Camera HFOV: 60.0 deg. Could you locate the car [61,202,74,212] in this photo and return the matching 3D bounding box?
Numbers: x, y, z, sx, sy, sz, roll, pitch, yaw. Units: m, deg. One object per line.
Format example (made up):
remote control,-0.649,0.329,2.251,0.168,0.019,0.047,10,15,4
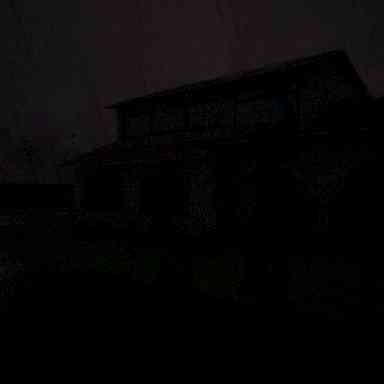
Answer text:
car,-12.476,1.557,37.345,1.994,1.385,4.181,0,0,35
